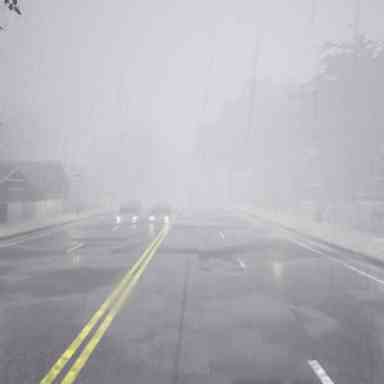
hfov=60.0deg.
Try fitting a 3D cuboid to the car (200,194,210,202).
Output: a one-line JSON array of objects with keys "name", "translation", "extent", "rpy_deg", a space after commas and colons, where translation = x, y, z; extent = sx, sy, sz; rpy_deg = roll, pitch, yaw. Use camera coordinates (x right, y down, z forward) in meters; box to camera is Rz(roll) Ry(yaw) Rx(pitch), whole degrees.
[{"name": "car", "translation": [3.210, 1.682, 77.129], "extent": [1.895, 1.301, 4.718], "rpy_deg": [0, 0, 0]}]

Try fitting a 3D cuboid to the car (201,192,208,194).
[{"name": "car", "translation": [3.205, 1.140, 87.166], "extent": [2.150, 2.045, 5.566], "rpy_deg": [0, 0, 0]}]

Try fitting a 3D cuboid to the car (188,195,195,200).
[{"name": "car", "translation": [-0.044, 1.441, 87.134], "extent": [1.812, 1.442, 4.674], "rpy_deg": [0, 0, 0]}]

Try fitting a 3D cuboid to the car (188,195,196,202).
[{"name": "car", "translation": [-0.040, 1.684, 77.128], "extent": [1.895, 1.301, 4.718], "rpy_deg": [0, 0, 0]}]

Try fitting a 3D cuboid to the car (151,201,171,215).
[{"name": "car", "translation": [-3.268, 1.685, 35.866], "extent": [1.812, 1.442, 4.674], "rpy_deg": [0, 0, 0]}]

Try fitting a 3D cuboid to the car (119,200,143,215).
[{"name": "car", "translation": [-6.518, 1.639, 35.864], "extent": [1.882, 1.535, 5.008], "rpy_deg": [0, 0, 0]}]
